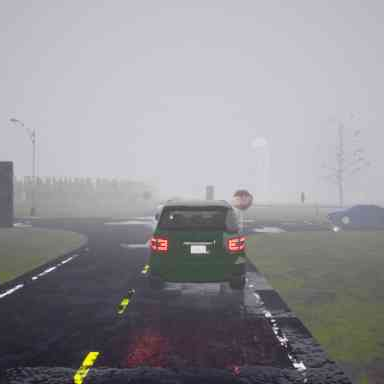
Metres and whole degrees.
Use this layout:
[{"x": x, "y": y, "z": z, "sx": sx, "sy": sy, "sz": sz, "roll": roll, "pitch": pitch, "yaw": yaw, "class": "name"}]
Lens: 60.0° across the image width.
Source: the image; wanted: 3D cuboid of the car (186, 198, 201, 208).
[{"x": 0.226, "y": 1.582, "z": 49.405, "sx": 2.033, "sy": 1.411, "sz": 5.357, "roll": 0, "pitch": 0, "yaw": 0, "class": "car"}]

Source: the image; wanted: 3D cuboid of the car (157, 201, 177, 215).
[{"x": -2.598, "y": 1.618, "z": 34.863, "sx": 1.895, "sy": 1.301, "sz": 4.718, "roll": 0, "pitch": 0, "yaw": -2, "class": "car"}]

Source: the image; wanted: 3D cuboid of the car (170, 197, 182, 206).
[{"x": -2.677, "y": 1.573, "z": 57.659, "sx": 1.812, "sy": 1.442, "sz": 4.674, "roll": 0, "pitch": 0, "yaw": 1, "class": "car"}]

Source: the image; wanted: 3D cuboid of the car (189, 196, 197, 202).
[{"x": 0.184, "y": 1.618, "z": 80.617, "sx": 1.812, "sy": 1.442, "sz": 4.674, "roll": 0, "pitch": 0, "yaw": 0, "class": "car"}]

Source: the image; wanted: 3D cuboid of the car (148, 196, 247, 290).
[{"x": 0.108, "y": 1.222, "z": 9.220, "sx": 2.150, "sy": 2.045, "sz": 5.566, "roll": 0, "pitch": 0, "yaw": 0, "class": "car"}]

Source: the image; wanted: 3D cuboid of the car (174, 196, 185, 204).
[{"x": -2.588, "y": 1.617, "z": 69.370, "sx": 2.033, "sy": 1.411, "sz": 5.357, "roll": 0, "pitch": 0, "yaw": 0, "class": "car"}]

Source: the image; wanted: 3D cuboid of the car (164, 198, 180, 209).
[{"x": -2.725, "y": 1.595, "z": 46.370, "sx": 1.994, "sy": 1.385, "sz": 4.181, "roll": 0, "pitch": 0, "yaw": 0, "class": "car"}]

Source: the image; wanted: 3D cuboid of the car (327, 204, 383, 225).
[{"x": 12.930, "y": 1.671, "z": 25.380, "sx": 5.008, "sy": 1.535, "sz": 1.882, "roll": 1, "pitch": 1, "yaw": 0, "class": "car"}]
